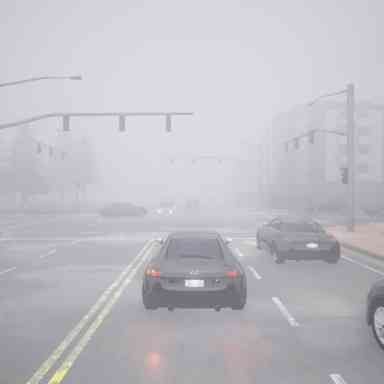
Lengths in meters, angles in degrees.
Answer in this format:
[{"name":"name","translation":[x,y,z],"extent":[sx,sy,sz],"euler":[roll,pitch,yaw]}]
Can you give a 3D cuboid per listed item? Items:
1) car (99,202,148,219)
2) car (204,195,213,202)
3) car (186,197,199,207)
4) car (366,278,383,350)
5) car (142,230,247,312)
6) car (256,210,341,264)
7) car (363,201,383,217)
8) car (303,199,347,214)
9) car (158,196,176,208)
[{"name":"car","translation":[-6.060,1.563,29.366],"extent":[4.181,1.385,1.994],"euler":[0,0,-31]},{"name":"car","translation":[3.459,1.363,71.343],"extent":[2.128,1.511,4.902],"euler":[0,0,0]},{"name":"car","translation":[0.082,1.491,50.172],"extent":[2.128,1.511,4.902],"euler":[0,0,0]},{"name":"car","translation":[3.599,1.505,3.200],"extent":[1.837,1.490,4.892],"euler":[0,0,0]},{"name":"car","translation":[0.055,1.564,7.819],"extent":[1.994,1.385,4.181],"euler":[0,0,0]},{"name":"car","translation":[3.575,1.564,11.904],"extent":[1.994,1.385,4.181],"euler":[0,0,0]},{"name":"car","translation":[18.543,1.505,31.002],"extent":[4.892,1.490,1.837],"euler":[0,0,-2]},{"name":"car","translation":[14.046,1.492,34.388],"extent":[4.902,1.511,2.128],"euler":[0,0,-1]},{"name":"car","translation":[-3.610,1.526,47.134],"extent":[1.812,1.442,4.674],"euler":[0,0,0]}]
